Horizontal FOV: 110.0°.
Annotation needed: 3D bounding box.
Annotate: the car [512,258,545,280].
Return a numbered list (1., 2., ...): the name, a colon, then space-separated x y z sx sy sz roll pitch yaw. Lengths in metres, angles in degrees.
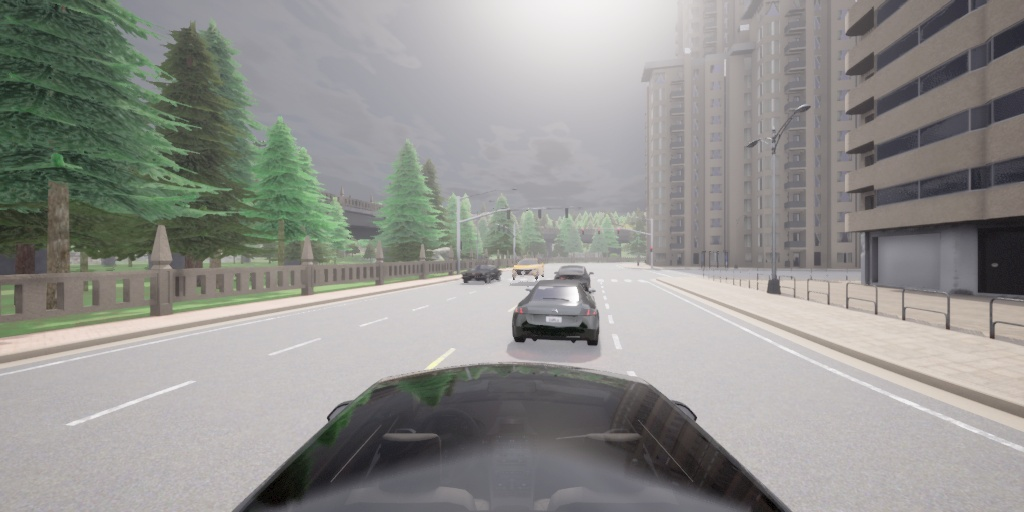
1. car: 1.300 0.881 26.903 1.882 1.535 5.008 0 0 13

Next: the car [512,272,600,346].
1. car: 1.262 1.314 9.559 1.994 1.385 4.181 0 0 11

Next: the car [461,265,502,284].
1. car: -2.217 1.350 27.235 1.895 1.301 4.718 0 0 13

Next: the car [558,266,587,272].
1. car: 3.298 1.254 19.332 1.837 1.490 4.892 0 0 12
